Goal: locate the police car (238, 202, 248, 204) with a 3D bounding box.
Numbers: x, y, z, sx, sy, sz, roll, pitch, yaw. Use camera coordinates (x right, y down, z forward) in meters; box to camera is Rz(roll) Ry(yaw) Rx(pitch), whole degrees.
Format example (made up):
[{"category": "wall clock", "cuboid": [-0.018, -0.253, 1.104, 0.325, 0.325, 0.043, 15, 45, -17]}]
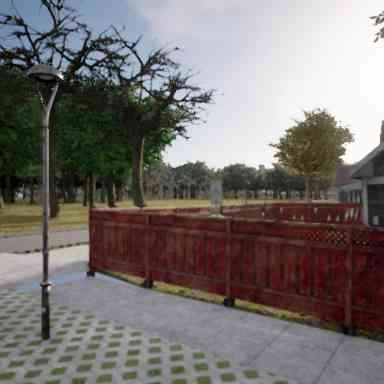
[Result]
[{"category": "police car", "cuboid": [6.168, 2.040, 40.911, 2.038, 1.542, 4.974, -2, -2, 34]}]
